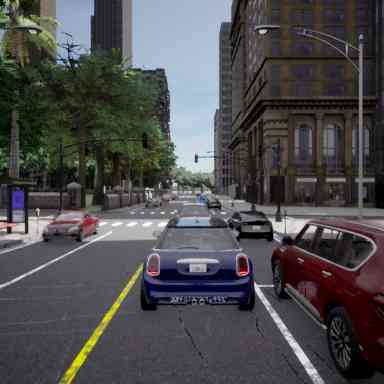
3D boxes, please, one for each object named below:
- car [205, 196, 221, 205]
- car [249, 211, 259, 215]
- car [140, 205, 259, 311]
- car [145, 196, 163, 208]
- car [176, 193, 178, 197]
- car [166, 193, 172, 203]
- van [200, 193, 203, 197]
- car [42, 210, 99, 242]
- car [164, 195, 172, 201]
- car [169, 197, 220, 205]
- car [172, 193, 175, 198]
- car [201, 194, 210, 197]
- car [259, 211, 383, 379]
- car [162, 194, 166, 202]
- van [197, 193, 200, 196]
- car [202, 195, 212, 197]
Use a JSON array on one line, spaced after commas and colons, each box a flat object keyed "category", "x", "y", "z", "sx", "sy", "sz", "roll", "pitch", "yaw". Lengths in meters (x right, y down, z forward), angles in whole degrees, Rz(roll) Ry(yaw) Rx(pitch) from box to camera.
[{"category": "car", "x": 2.764, "y": 1.548, "z": 42.726, "sx": 1.947, "sy": 1.339, "sz": 4.313, "roll": 0, "pitch": 0, "yaw": 0}, {"category": "car", "x": 2.761, "y": 1.562, "z": 16.290, "sx": 1.947, "sy": 1.339, "sz": 4.313, "roll": 0, "pitch": 0, "yaw": 0}, {"category": "car", "x": 0.104, "y": 1.351, "z": 7.939, "sx": 2.097, "sy": 1.767, "sz": 4.553, "roll": 0, "pitch": 0, "yaw": 0}, {"category": "car", "x": -5.761, "y": 1.529, "z": 48.168, "sx": 2.008, "sy": 1.369, "sz": 4.403, "roll": 0, "pitch": 0, "yaw": 0}, {"category": "car", "x": -5.756, "y": 1.240, "z": 91.530, "sx": 2.192, "sy": 1.841, "sz": 5.009, "roll": 0, "pitch": 0, "yaw": 0}, {"category": "car", "x": -5.758, "y": 1.397, "z": 69.849, "sx": 1.967, "sy": 1.590, "sz": 4.097, "roll": 0, "pitch": 0, "yaw": 0}, {"category": "van", "x": 2.765, "y": 1.310, "z": 58.987, "sx": 1.690, "sy": 1.788, "sz": 3.998, "roll": 0, "pitch": 0, "yaw": 0}, {"category": "car", "x": -5.764, "y": 1.578, "z": 16.308, "sx": 1.802, "sy": 1.307, "sz": 4.206, "roll": 0, "pitch": 0, "yaw": 0}, {"category": "car", "x": -5.757, "y": 1.467, "z": 80.520, "sx": 1.752, "sy": 1.417, "sz": 4.829, "roll": 0, "pitch": 0, "yaw": 0}, {"category": "car", "x": 0.103, "y": 1.348, "z": 17.473, "sx": 2.097, "sy": 1.767, "sz": 4.553, "roll": 0, "pitch": 0, "yaw": 0}, {"category": "car", "x": -5.758, "y": 1.264, "z": 75.269, "sx": 2.192, "sy": 1.841, "sz": 5.009, "roll": 0, "pitch": 0, "yaw": 0}, {"category": "car", "x": 2.765, "y": 1.499, "z": 53.737, "sx": 1.752, "sy": 1.417, "sz": 4.829, "roll": 0, "pitch": 0, "yaw": 0}, {"category": "car", "x": 2.759, "y": 1.314, "z": 5.439, "sx": 2.192, "sy": 1.841, "sz": 5.009, "roll": 0, "pitch": 0, "yaw": 0}, {"category": "car", "x": -5.760, "y": 1.414, "z": 53.587, "sx": 1.967, "sy": 1.590, "sz": 4.097, "roll": 0, "pitch": 0, "yaw": 0}, {"category": "van", "x": 2.768, "y": 1.283, "z": 80.669, "sx": 1.690, "sy": 1.788, "sz": 3.998, "roll": 0, "pitch": 0, "yaw": 0}, {"category": "car", "x": 2.765, "y": 1.544, "z": 48.147, "sx": 1.947, "sy": 1.339, "sz": 4.313, "roll": 0, "pitch": 0, "yaw": 0}]
